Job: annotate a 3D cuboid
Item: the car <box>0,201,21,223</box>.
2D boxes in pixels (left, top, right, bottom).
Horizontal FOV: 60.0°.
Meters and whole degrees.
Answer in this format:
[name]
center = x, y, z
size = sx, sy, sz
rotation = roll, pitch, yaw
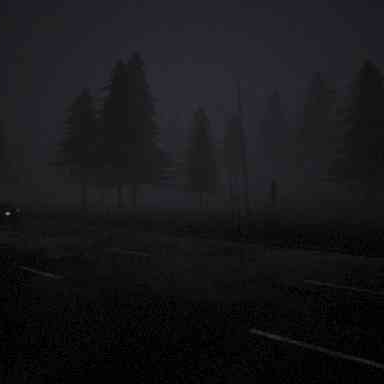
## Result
[car]
center = -13.125, 1.311, 21.947
size = 4.181, 1.385, 1.994
rotation = 1, 0, 35
